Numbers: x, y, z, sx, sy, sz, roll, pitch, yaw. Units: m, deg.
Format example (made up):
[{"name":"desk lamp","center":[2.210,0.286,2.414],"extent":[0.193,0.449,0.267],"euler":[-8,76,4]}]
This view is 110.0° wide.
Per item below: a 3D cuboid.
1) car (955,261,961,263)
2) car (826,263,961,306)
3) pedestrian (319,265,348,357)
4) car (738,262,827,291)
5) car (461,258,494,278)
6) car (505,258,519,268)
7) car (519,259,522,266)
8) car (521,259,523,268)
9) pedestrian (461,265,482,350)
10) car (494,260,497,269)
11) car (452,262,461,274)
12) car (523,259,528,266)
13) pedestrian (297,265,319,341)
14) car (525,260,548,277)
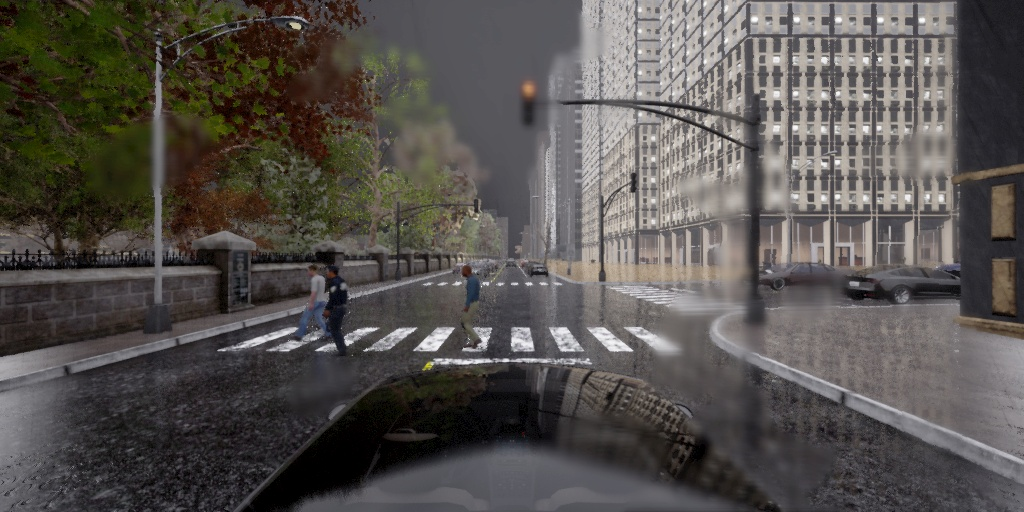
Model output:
[{"name":"car","center":[25.362,0.655,19.050],"extent":[4.553,1.767,2.097],"euler":[-1,0,0]},{"name":"car","center":[14.659,1.026,13.176],"extent":[4.313,1.339,1.948],"euler":[0,0,0]},{"name":"pedestrian","center":[-3.460,1.044,7.076],"extent":[0.375,1.860,0.375],"euler":[0,0,0]},{"name":"car","center":[15.102,1.025,18.974],"extent":[5.357,1.411,2.033],"euler":[-1,0,0]},{"name":"car","center":[-3.156,1.255,33.902],"extent":[2.128,1.511,4.902],"euler":[0,0,1]},{"name":"car","center":[-0.135,1.295,62.562],"extent":[1.837,1.490,4.892],"euler":[0,0,0]},{"name":"car","center":[2.554,1.337,63.895],"extent":[1.888,1.381,4.507],"euler":[0,0,0]},{"name":"car","center":[2.590,1.339,46.997],"extent":[1.948,1.339,4.313],"euler":[0,0,0]},{"name":"pedestrian","center":[-0.859,1.044,7.681],"extent":[0.375,1.860,0.375],"euler":[0,0,0]},{"name":"car","center":[-3.189,1.334,43.812],"extent":[1.994,1.385,4.181],"euler":[0,0,0]},{"name":"car","center":[-5.778,1.350,41.346],"extent":[1.802,1.307,4.207],"euler":[0,0,0]},{"name":"car","center":[2.602,1.334,41.365],"extent":[1.948,1.339,4.313],"euler":[0,0,0]},{"name":"pedestrian","center":[-4.602,1.043,8.274],"extent":[0.375,1.860,0.375],"euler":[0,0,0]},{"name":"car","center":[2.614,1.330,35.732],"extent":[1.948,1.339,4.313],"euler":[0,0,0]}]
